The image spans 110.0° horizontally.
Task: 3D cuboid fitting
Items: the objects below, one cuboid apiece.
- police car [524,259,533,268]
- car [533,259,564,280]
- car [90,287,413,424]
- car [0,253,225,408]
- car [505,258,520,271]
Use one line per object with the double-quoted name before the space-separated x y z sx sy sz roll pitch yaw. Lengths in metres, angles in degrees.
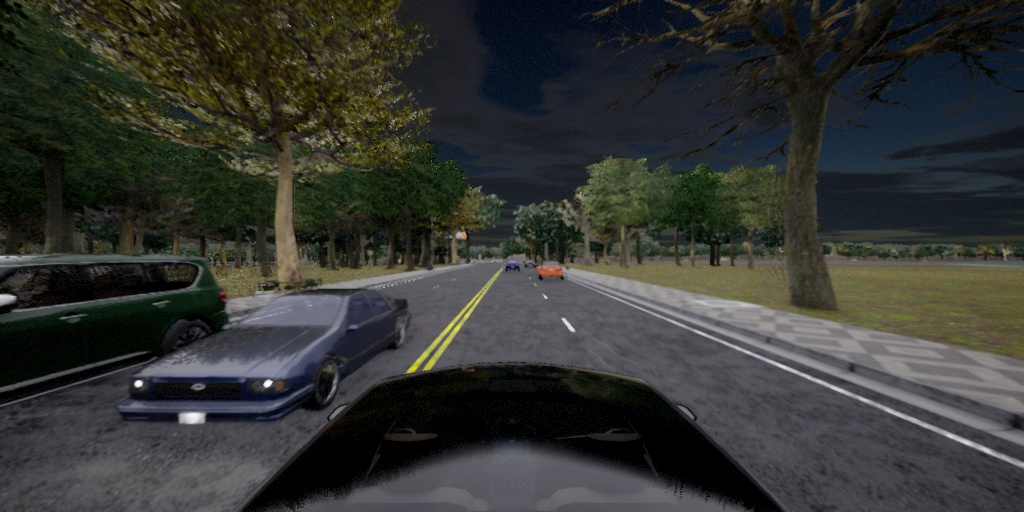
"police car" 3.249 1.359 65.138 2.038 1.542 4.974 0 0 0
"car" 3.267 1.103 31.728 2.097 1.767 4.553 0 0 0
"car" -3.301 1.295 6.380 2.033 1.411 5.357 0 0 0
"car" -6.565 0.973 4.636 2.150 2.045 5.566 0 0 0
"car" 0.095 1.270 49.025 1.882 1.535 5.008 0 0 0
